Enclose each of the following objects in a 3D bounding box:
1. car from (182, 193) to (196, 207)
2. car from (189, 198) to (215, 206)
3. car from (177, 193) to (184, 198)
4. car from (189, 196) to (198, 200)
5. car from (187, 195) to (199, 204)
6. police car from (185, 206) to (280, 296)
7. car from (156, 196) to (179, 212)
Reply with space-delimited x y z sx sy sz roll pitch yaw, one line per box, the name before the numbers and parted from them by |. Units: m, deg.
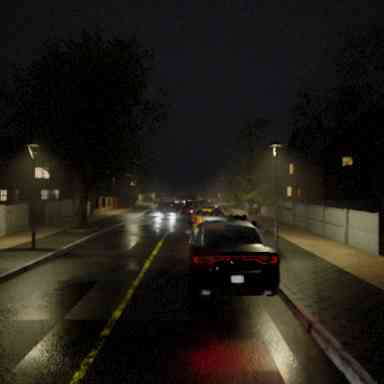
car | 0.120 1.273 44.671 2.128 1.511 4.902 0 0 1
car | 0.868 1.367 18.782 1.801 1.575 5.366 0 0 0
car | -2.569 0.955 76.168 1.895 1.301 4.718 0 0 0
car | 0.882 1.338 24.782 1.801 1.575 5.366 0 0 0
car | 0.139 1.252 58.579 2.033 1.411 5.357 0 0 0
police car | 0.843 1.384 8.699 1.930 1.638 5.238 0 0 0
car | -2.764 1.430 35.767 1.895 1.301 4.718 0 0 0
